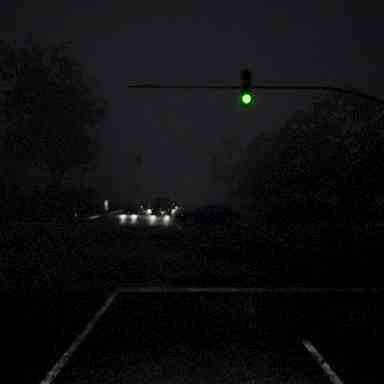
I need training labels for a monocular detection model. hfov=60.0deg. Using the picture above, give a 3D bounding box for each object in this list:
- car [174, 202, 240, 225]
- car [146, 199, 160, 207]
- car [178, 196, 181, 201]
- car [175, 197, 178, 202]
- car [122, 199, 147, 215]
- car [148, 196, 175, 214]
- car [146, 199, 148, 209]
[{"bbox_3d":[1.290,1.739,26.464,5.008,1.535,1.882,0,-1,-3],"label":"car"},{"bbox_3d":[-7.290,2.050,62.900,2.128,1.511,4.902,0,0,-1],"label":"car"},{"bbox_3d":[-3.894,2.080,67.052,2.128,1.511,4.902,0,0,-2],"label":"car"},{"bbox_3d":[-3.664,1.849,52.049,2.097,1.767,4.553,0,-1,0],"label":"car"},{"bbox_3d":[-7.127,1.944,40.473,2.033,1.411,5.357,0,-1,0],"label":"car"},{"bbox_3d":[-3.645,1.619,40.658,2.150,2.045,5.566,0,-1,0],"label":"car"},{"bbox_3d":[-7.161,1.840,51.288,2.097,1.767,4.553,0,0,0],"label":"car"}]
